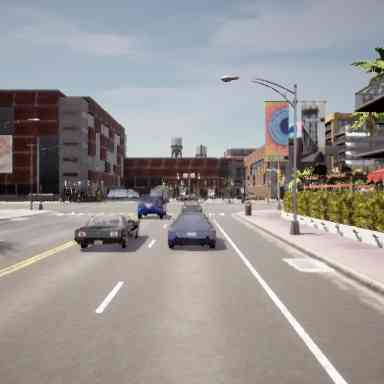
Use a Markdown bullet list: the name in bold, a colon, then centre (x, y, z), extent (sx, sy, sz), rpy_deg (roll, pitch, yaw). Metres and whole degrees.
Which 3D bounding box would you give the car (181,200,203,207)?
- **car**: centre (0.000, 1.493, 29.650), extent (2.128, 1.511, 4.902), rpy_deg (0, 0, 0)

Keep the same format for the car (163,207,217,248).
- **car**: centre (0.000, 1.570, 14.650), extent (1.994, 1.385, 4.181), rpy_deg (0, 0, 0)

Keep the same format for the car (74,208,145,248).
- **car**: centre (-3.500, 1.614, 14.680), extent (1.895, 1.301, 4.718), rpy_deg (0, 0, 0)

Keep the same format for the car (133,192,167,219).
- **car**: centre (-3.500, 1.256, 29.680), extent (2.150, 2.045, 5.566), rpy_deg (0, 0, 0)
